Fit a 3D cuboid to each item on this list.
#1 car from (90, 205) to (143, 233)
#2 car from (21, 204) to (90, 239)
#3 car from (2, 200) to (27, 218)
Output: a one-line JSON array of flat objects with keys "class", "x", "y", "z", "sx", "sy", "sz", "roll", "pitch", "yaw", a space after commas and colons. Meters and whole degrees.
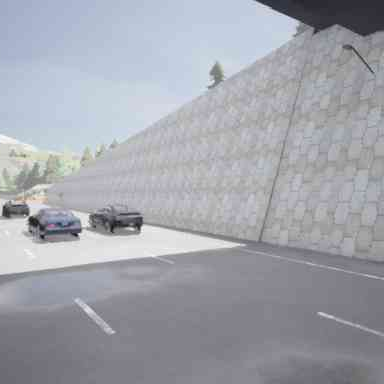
[{"class": "car", "x": -4.568, "y": 1.493, "z": 19.655, "sx": 2.128, "sy": 1.511, "sz": 4.902, "roll": 0, "pitch": 0, "yaw": -34}, {"class": "car", "x": -7.307, "y": 1.547, "z": 17.459, "sx": 2.033, "sy": 1.411, "sz": 5.357, "roll": 0, "pitch": 0, "yaw": -34}, {"class": "car", "x": -16.052, "y": 1.491, "z": 30.322, "sx": 2.128, "sy": 1.511, "sz": 4.902, "roll": 0, "pitch": 0, "yaw": -34}]
